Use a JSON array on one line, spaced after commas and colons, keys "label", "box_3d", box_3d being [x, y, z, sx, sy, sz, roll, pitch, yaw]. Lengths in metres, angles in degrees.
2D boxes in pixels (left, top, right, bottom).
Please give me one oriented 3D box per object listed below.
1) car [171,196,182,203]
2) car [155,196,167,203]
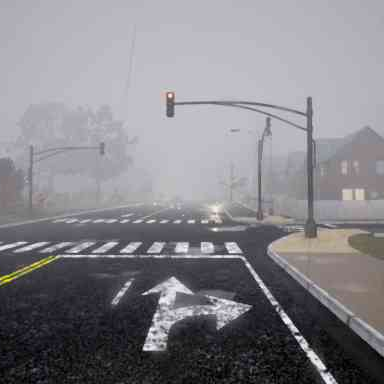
[{"label": "car", "box_3d": [-3.085, 1.534, 67.855, 1.812, 1.442, 4.674, 0, 0, 5]}, {"label": "car", "box_3d": [-6.319, 1.496, 68.173, 1.882, 1.535, 5.008, 0, 0, 5]}]
